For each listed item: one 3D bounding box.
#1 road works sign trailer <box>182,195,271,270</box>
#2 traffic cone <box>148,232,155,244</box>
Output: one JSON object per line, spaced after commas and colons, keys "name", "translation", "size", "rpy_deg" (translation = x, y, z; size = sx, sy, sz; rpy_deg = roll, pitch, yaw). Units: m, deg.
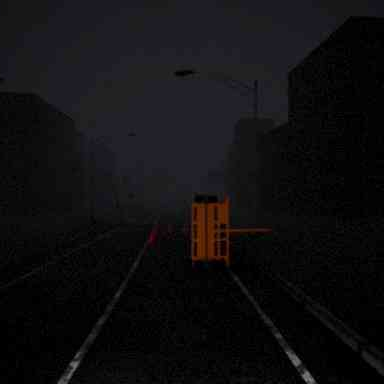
{"name": "road works sign trailer", "translation": [0.929, 1.280, 12.017], "size": [2.880, 2.380, 3.560], "rpy_deg": [0, -2, -13]}
{"name": "traffic cone", "translation": [-2.093, 2.348, 17.146], "size": [0.340, 0.580, 0.340], "rpy_deg": [-1, -2, -4]}
